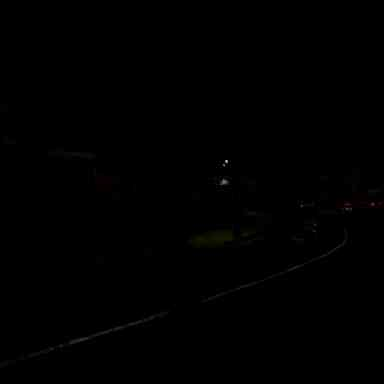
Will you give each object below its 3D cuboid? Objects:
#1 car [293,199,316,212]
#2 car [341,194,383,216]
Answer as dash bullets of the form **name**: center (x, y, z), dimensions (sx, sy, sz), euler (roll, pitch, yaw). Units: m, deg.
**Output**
- **car**: center (13.621, 1.605, 40.651), dimensions (1.812, 1.442, 4.674), euler (-1, 0, 4)
- **car**: center (16.716, 1.224, 32.986), dimensions (2.150, 2.045, 5.566), euler (-1, 0, 5)
